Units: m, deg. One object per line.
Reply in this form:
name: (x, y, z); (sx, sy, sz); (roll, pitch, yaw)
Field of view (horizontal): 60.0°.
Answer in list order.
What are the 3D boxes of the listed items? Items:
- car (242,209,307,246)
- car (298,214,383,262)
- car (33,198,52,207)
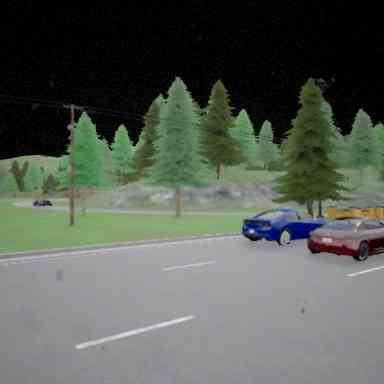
car: (4.569, 1.538, 15.626); (5.008, 1.535, 1.882); (0, 0, -35)
car: (6.260, 1.623, 12.537); (4.181, 1.385, 1.994); (0, 0, -35)
car: (-23.180, 1.598, 51.491); (2.033, 1.411, 5.357); (0, 0, -39)
